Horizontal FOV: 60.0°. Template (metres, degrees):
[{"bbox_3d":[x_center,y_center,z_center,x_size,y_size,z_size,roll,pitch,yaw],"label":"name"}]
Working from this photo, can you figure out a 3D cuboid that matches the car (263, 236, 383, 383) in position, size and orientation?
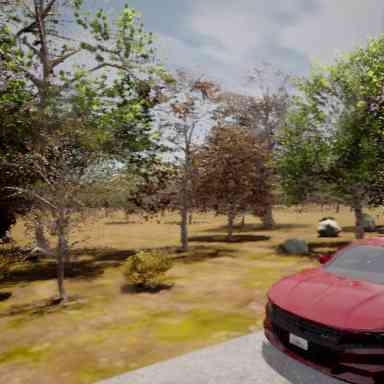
[{"bbox_3d":[3.322,1.495,5.312,5.008,1.535,1.882,0,0,-34],"label":"car"}]
